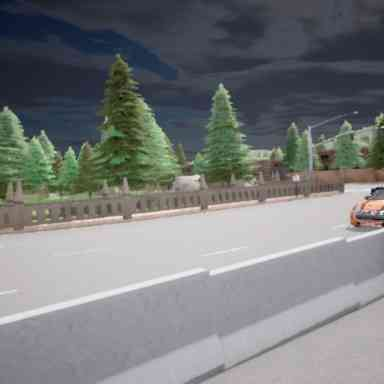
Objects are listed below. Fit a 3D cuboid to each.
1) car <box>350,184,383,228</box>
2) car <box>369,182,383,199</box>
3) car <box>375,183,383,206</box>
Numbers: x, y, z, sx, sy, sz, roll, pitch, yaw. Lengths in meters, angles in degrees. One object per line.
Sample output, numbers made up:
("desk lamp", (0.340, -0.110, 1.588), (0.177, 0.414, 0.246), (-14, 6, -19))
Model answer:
("car", (8.944, 0.550, 14.627), (4.553, 1.767, 2.097), (-5, 3, -35))
("car", (17.750, -0.244, 29.286), (4.718, 1.301, 1.895), (-5, 3, -35))
("car", (14.858, 0.026, 23.041), (4.892, 1.490, 1.837), (-4, 2, -35))
